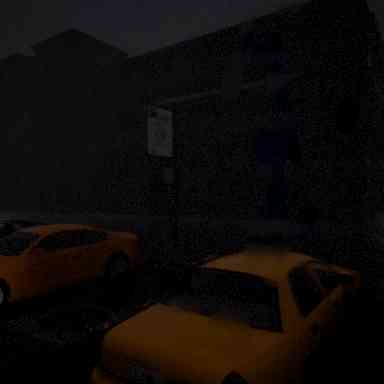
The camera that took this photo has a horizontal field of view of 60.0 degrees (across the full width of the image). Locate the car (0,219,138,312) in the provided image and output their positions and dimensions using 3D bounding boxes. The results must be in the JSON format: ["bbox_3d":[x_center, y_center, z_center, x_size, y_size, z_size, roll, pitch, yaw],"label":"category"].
[{"bbox_3d":[-3.472,1.535,7.840,2.097,1.535,5.008,-1,0,36],"label":"car"}]

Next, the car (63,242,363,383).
[{"bbox_3d":[1.156,1.487,4.759,1.946,1.575,5.366,0,0,36],"label":"car"}]

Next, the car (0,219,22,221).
[{"bbox_3d":[-5.835,1.563,9.527,2.231,1.521,4.892,-1,0,36],"label":"car"}]
